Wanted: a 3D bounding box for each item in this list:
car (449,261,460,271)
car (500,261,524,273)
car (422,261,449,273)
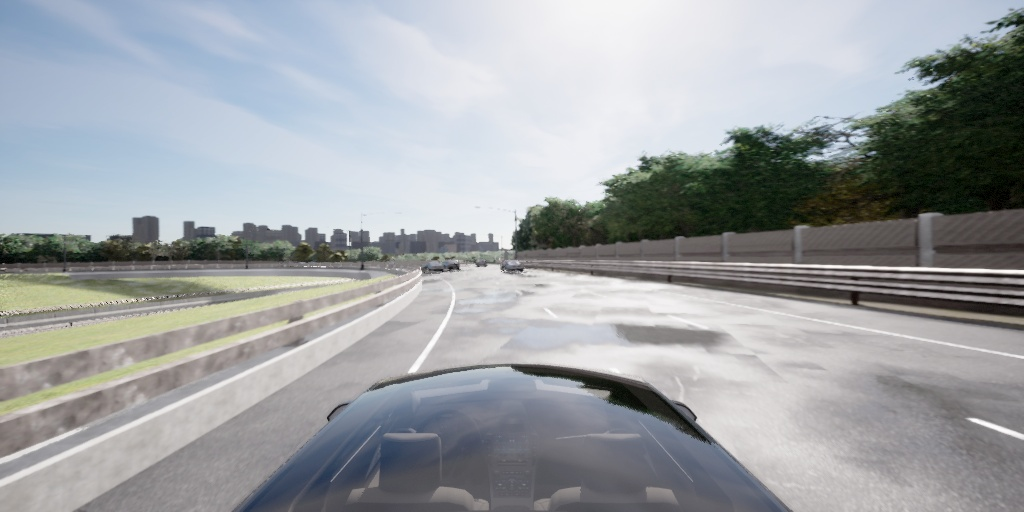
[{"bbox_3d":[-9.112,1.441,52.476,1.837,1.490,4.892,0,0,-28],"label":"car"},{"bbox_3d":[-0.064,1.294,43.206,2.033,1.411,5.357,-1,0,-15],"label":"car"},{"bbox_3d":[-10.623,1.516,48.082,2.033,1.411,5.357,-1,0,-27],"label":"car"}]
